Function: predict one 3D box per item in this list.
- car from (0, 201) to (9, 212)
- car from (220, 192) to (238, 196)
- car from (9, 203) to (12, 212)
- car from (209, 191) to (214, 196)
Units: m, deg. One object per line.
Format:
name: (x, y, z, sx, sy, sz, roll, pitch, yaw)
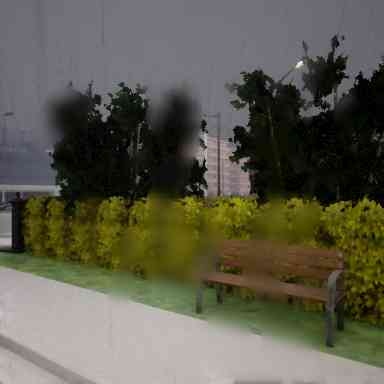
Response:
car: (-19.769, 1.520, 37.453, 1.994, 1.385, 4.181, 0, 0, 35)
car: (7.989, 0.723, 70.795, 2.033, 1.411, 5.357, 0, 0, 35)
car: (-16.631, 1.480, 35.836, 1.812, 1.442, 4.674, 0, 0, 35)
car: (2.838, 0.581, 69.543, 2.097, 1.767, 4.553, 0, 1, 35)
